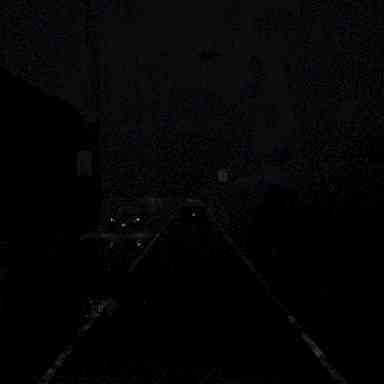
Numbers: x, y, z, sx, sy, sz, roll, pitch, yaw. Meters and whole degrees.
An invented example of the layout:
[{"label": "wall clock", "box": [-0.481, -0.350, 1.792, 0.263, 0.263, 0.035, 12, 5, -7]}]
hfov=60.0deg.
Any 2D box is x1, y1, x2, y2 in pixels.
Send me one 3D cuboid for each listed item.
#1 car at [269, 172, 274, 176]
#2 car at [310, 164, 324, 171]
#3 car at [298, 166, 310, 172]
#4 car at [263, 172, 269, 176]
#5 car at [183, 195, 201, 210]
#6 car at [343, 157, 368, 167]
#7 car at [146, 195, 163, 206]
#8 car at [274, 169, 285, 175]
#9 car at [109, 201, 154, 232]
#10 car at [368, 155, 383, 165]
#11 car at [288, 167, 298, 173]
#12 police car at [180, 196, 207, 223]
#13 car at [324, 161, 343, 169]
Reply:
[{"label": "car", "box": [21.413, -4.436, 83.223, 2.002, 1.452, 4.674, 0, 1, -1]}, {"label": "car", "box": [22.120, -3.988, 55.734, 2.002, 1.452, 4.674, 0, 1, -2]}, {"label": "car", "box": [21.889, -4.140, 61.275, 2.231, 1.521, 4.892, 0, 1, -1]}, {"label": "car", "box": [21.292, -4.684, 88.895, 2.185, 1.767, 4.553, 0, 1, -1]}, {"label": "car", "box": [-0.015, 1.312, 42.051, 2.097, 1.767, 4.553, 0, -1, -2]}, {"label": "car", "box": [22.936, -3.919, 44.691, 2.185, 1.767, 4.553, 0, 1, -5]}, {"label": "car", "box": [-6.996, 1.526, 61.188, 2.150, 2.045, 5.566, 0, -1, -18]}, {"label": "car", "box": [21.530, -4.523, 77.729, 2.185, 1.767, 4.553, 0, 1, -1]}, {"label": "car", "box": [-3.592, 1.463, 19.820, 1.812, 1.442, 4.674, 0, 0, 0]}, {"label": "car", "box": [23.553, -3.643, 39.001, 2.163, 1.488, 4.792, 0, 1, -6]}, {"label": "car", "box": [21.763, -4.234, 66.793, 2.231, 1.521, 4.892, 0, 1, -1]}, {"label": "police car", "box": [0.111, 1.346, 25.076, 1.930, 1.638, 5.238, 0, 0, 0]}, {"label": "car", "box": [22.470, -3.911, 50.197, 2.097, 1.535, 5.008, 0, 1, -4]}]
